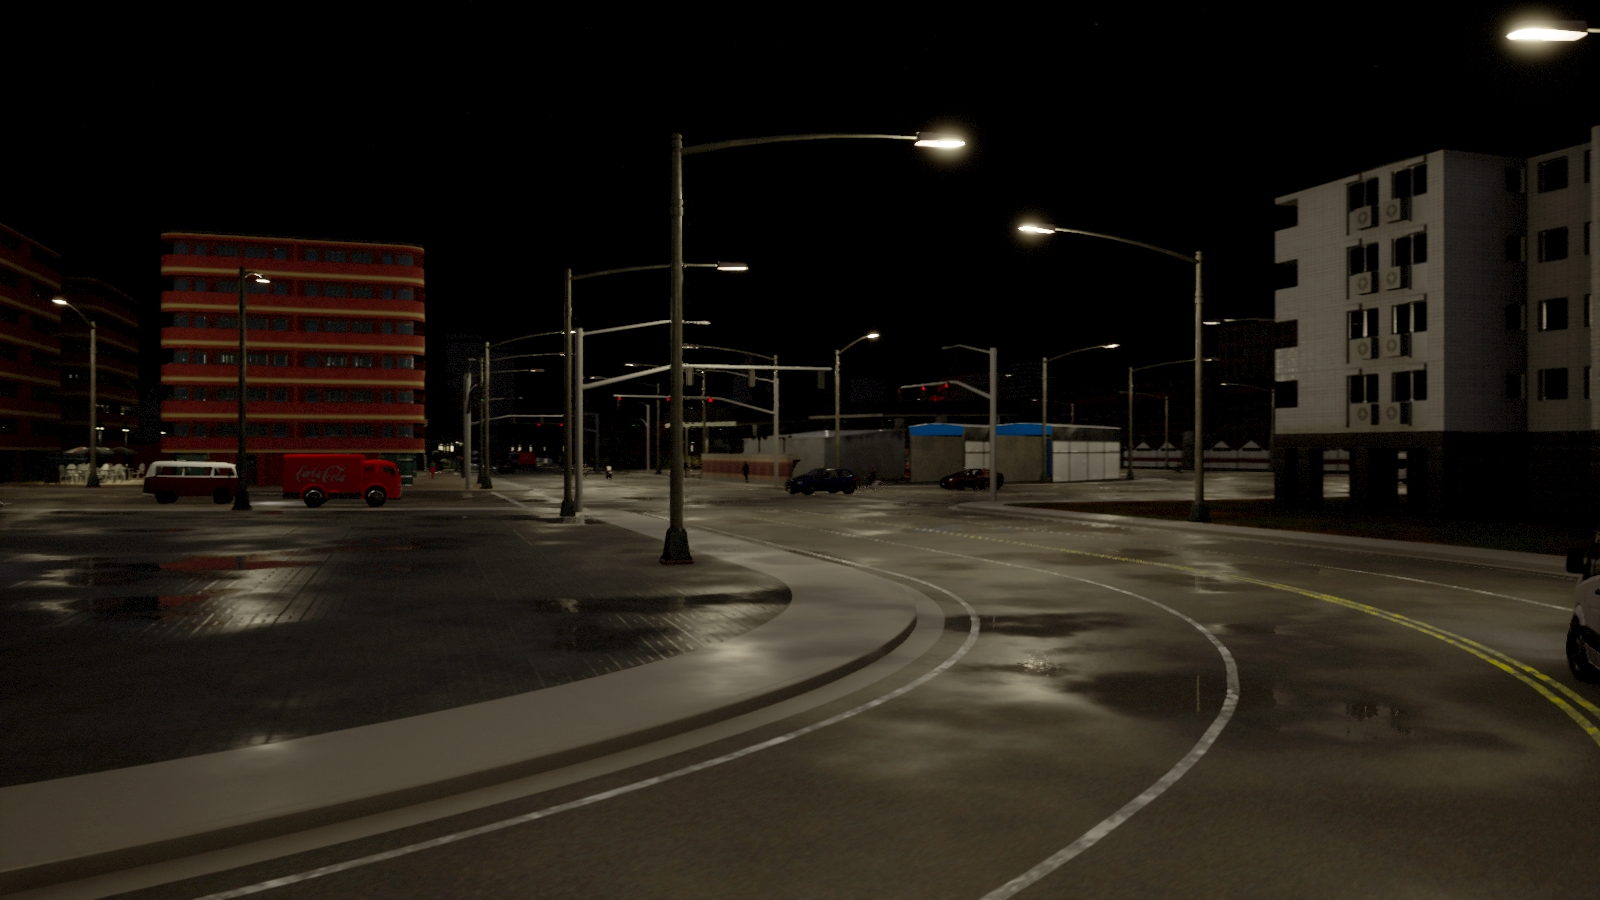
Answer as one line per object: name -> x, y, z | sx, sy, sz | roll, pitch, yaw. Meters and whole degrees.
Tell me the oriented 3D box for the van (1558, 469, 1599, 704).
van -> 9.555, 1.538, 11.770 | 1.988, 2.561, 5.915 | 1, 0, 25
